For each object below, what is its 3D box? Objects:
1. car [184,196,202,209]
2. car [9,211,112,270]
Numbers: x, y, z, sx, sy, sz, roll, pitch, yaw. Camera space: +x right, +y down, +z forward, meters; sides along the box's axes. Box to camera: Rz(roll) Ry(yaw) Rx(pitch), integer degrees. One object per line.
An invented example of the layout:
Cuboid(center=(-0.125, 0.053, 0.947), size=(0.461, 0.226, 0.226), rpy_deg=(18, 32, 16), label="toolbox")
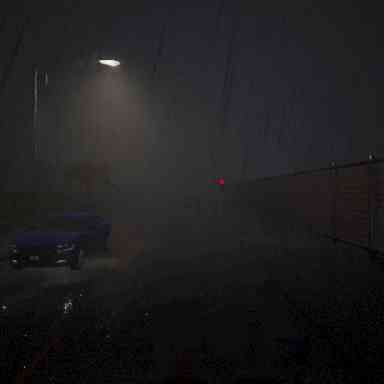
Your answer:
Cuboid(center=(0.120, 1.319, 41.214), size=(1.837, 1.490, 4.892), rpy_deg=(0, 1, 0), label="car")
Cuboid(center=(-4.059, 1.427, 11.078), size=(1.882, 1.535, 5.008), rpy_deg=(0, 0, 0), label="car")
